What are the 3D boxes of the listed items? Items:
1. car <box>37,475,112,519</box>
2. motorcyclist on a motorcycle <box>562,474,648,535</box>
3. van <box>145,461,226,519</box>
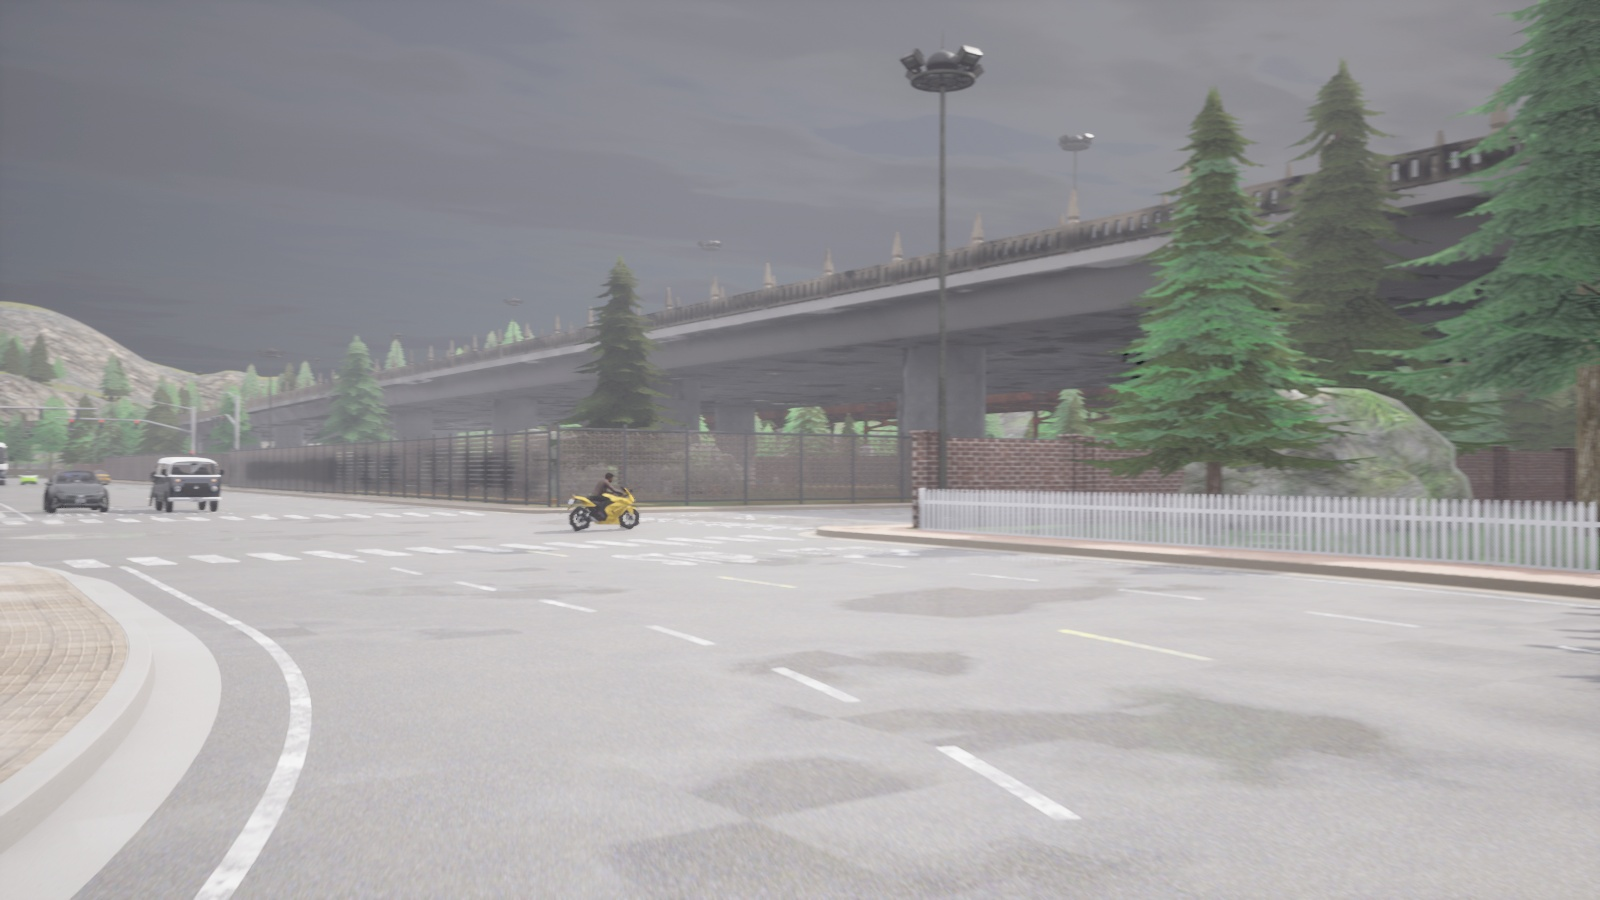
[{"bbox_3d":[-26.629,1.688,46.002,2.007,1.525,4.514,0,-1,-35],"label":"car"},{"bbox_3d":[-5.047,1.383,32.496,2.044,1.523,0.797,0,-1,-35],"label":"motorcyclist on a motorcycle"},{"bbox_3d":[-22.993,1.459,46.902,2.069,2.038,4.480,0,-1,-35],"label":"van"}]
